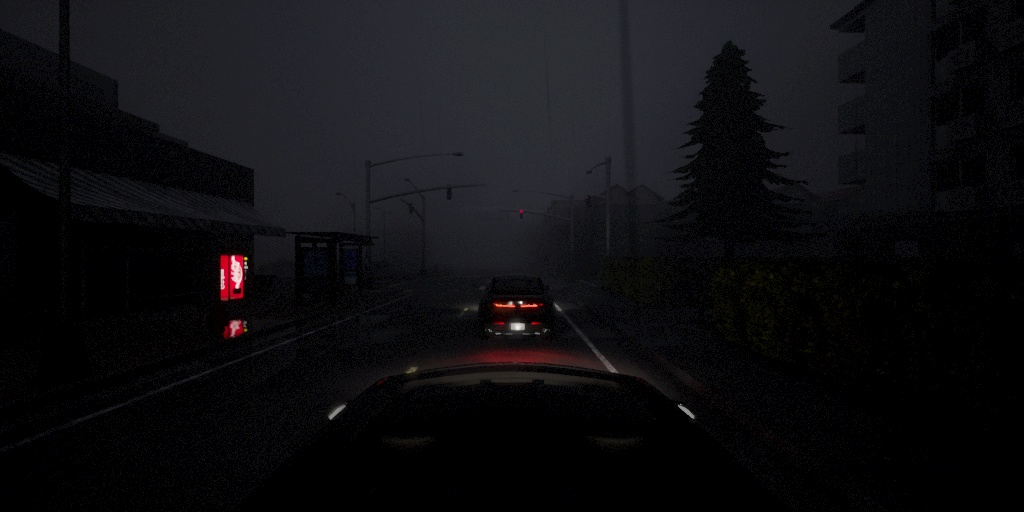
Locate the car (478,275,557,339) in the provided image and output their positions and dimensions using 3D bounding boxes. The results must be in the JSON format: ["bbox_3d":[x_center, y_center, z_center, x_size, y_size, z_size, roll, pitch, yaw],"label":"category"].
[{"bbox_3d":[0.118,1.254,10.038,1.837,1.490,4.892,0,0,0],"label":"car"}]
